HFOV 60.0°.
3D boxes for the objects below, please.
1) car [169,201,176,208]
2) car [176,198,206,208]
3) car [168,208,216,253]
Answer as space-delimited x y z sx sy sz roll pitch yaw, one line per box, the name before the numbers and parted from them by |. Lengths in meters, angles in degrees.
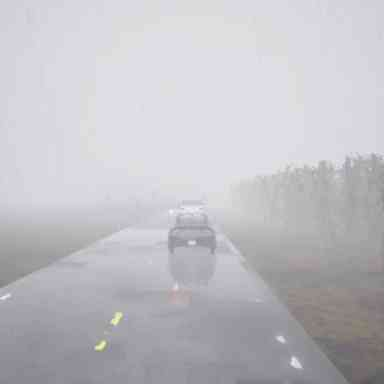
car | -2.744 2.185 55.696 2.128 1.511 4.902 0 -1 0
car | 0.007 1.539 29.024 2.150 2.045 5.566 0 -1 0
car | 0.009 1.642 14.317 2.128 1.511 4.902 0 -1 0
